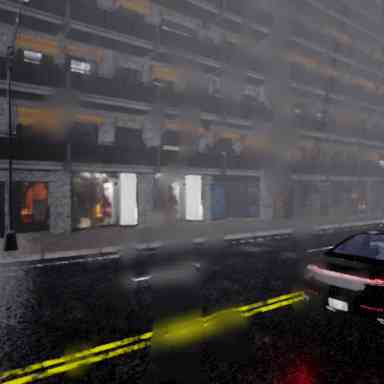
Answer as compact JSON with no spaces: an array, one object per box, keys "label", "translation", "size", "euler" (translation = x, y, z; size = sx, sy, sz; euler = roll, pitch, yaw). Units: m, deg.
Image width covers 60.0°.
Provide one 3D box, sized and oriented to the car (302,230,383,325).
[{"label":"car","translation":[4.211,1.501,6.475],"size":[4.902,1.511,2.128],"euler":[0,0,-35]}]
